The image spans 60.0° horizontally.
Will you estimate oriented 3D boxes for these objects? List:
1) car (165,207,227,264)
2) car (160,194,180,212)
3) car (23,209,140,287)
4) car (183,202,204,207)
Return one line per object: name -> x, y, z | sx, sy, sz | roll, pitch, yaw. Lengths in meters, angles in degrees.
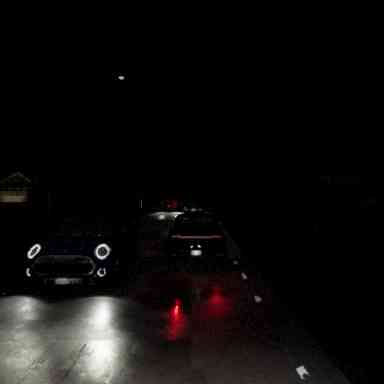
car -> 0.124, 1.503, 11.816 | 2.128, 1.511, 4.902 | 0, 0, 0
car -> -2.672, 1.319, 41.509 | 2.150, 2.045, 5.566 | 0, 0, 0
car -> -2.829, 1.359, 9.496 | 2.097, 1.767, 4.553 | 0, 0, 0
car -> 0.147, 1.612, 31.660 | 2.033, 1.411, 5.357 | 0, 0, 0
